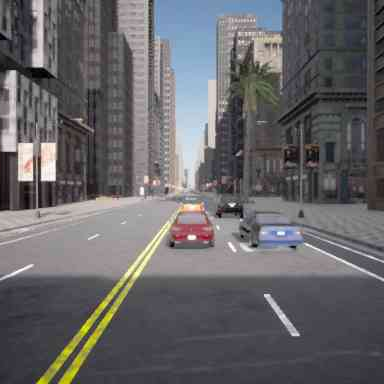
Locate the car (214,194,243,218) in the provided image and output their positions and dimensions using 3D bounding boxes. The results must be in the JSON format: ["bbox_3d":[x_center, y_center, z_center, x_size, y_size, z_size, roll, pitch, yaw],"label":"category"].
[{"bbox_3d":[3.251,1.225,29.680,2.150,2.045,5.566,0,0,0],"label":"car"}]

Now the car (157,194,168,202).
[{"bbox_3d":[-6.500,1.238,74.000,2.097,1.767,4.553,0,0,0],"label":"car"}]

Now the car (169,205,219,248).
[{"bbox_3d":[0.000,1.518,14.650,1.812,1.442,4.674,0,0,0],"label":"car"}]

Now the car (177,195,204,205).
[{"bbox_3d":[0.000,1.333,29.620,2.097,1.767,4.553,0,0,0],"label":"car"}]

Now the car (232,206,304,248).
[{"bbox_3d":[3.250,1.548,14.650,2.033,1.411,5.357,0,0,0],"label":"car"}]

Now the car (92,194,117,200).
[{"bbox_3d":[-23.842,1.690,90.854,4.829,1.417,1.752,-1,1,0],"label":"car"}]

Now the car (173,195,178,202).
[{"bbox_3d":[-3.250,1.411,74.247,1.994,1.385,4.181,0,0,0],"label":"car"}]
